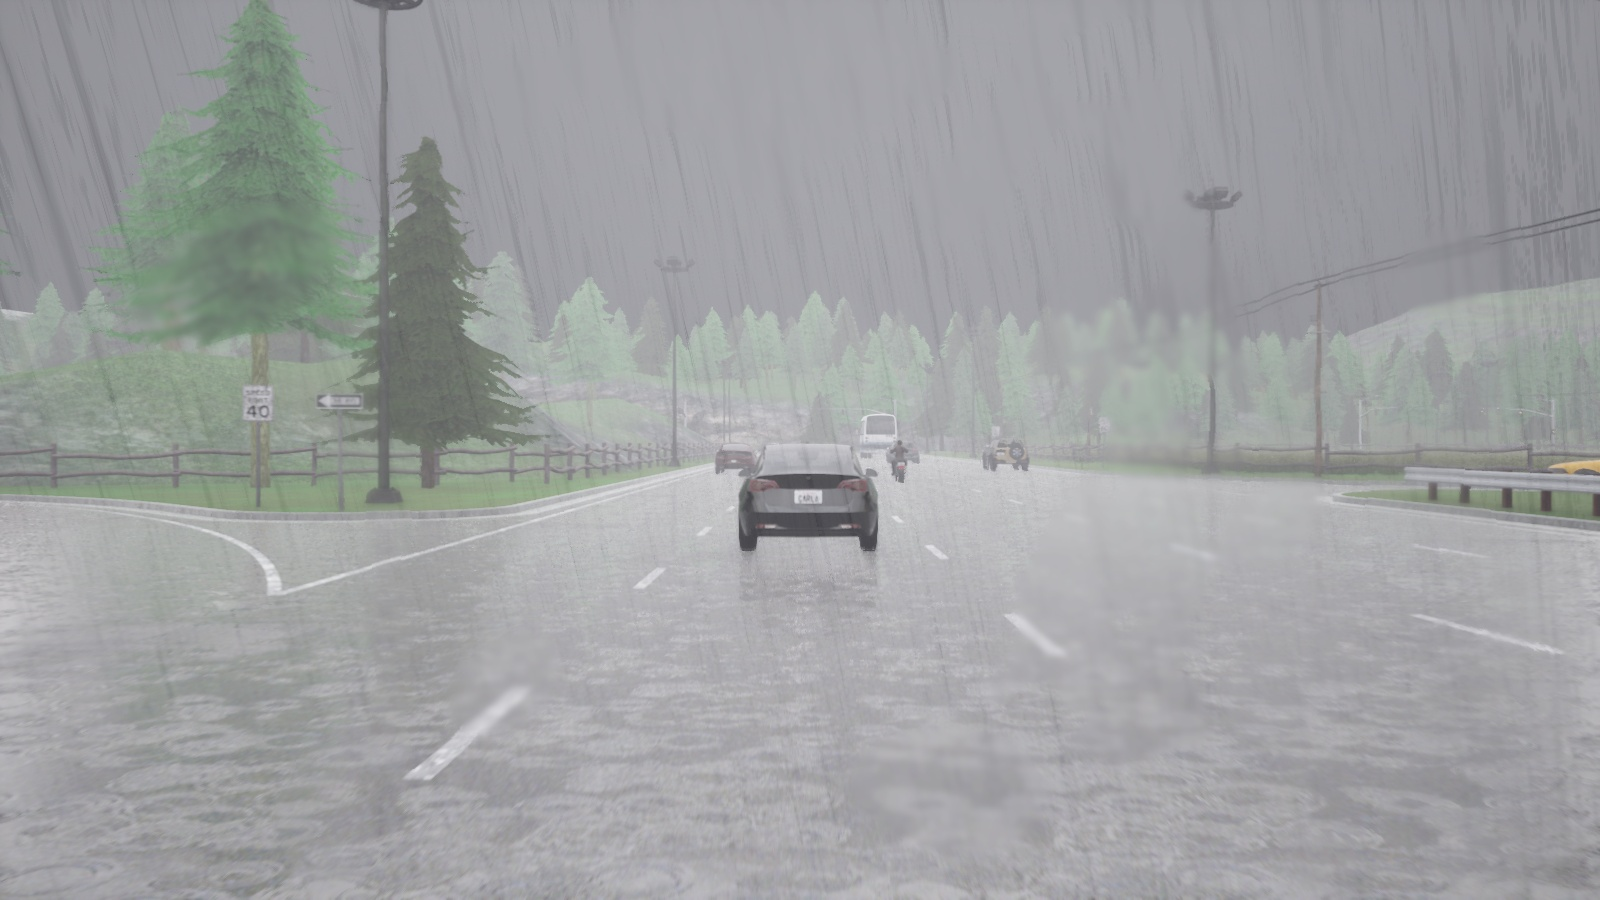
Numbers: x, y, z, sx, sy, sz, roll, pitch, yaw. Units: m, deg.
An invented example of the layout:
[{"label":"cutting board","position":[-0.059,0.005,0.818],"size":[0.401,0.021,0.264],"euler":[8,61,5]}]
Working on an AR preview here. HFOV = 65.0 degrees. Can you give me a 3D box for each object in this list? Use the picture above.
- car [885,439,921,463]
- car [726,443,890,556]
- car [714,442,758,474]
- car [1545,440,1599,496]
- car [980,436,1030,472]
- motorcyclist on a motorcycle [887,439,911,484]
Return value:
[{"label":"car","position":[7.534,0.075,92.281],"size":[2.242,1.667,4.611],"euler":[0,0,0]},{"label":"car","position":[0.122,0.640,18.979],"size":[2.163,1.488,4.792],"euler":[0,0,0]},{"label":"car","position":[-3.133,0.370,62.357],"size":[1.882,1.535,5.008],"euler":[0,0,0]},{"label":"car","position":[24.048,0.507,35.156],"size":[5.366,1.575,1.801],"euler":[0,0,34]},{"label":"car","position":[10.883,0.194,66.874],"size":[1.932,1.855,4.605],"euler":[0,0,1]},{"label":"motorcyclist on a motorcycle","position":[3.787,0.429,48.137],"size":[0.766,1.649,2.350],"euler":[0,0,0]}]
